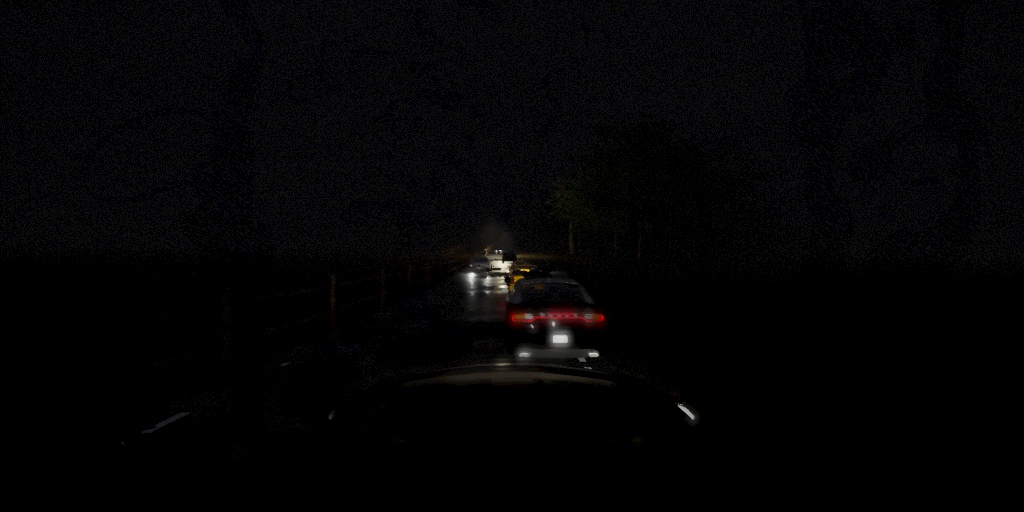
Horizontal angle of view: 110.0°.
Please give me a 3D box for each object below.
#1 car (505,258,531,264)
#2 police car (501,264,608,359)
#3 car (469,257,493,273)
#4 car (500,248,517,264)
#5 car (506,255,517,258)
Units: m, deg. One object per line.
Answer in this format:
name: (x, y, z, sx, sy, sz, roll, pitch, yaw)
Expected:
car: (0.688, 1.072, 18.576, 1.801, 1.575, 5.366, 0, 1, 0)
police car: (0.774, 1.149, 8.499, 1.930, 1.638, 5.238, 0, 0, 0)
car: (-3.029, 0.790, 35.077, 1.812, 1.442, 4.674, 0, 2, 0)
car: (-0.356, 0.112, 51.823, 2.097, 1.767, 4.553, 0, 2, 0)
car: (0.637, 0.969, 24.574, 1.801, 1.575, 5.366, 0, 1, 0)
